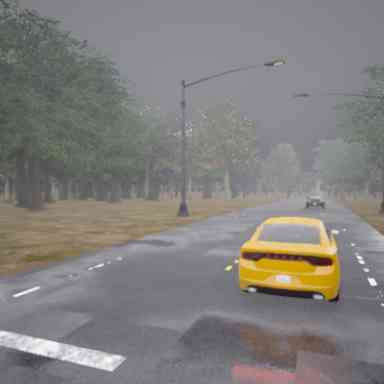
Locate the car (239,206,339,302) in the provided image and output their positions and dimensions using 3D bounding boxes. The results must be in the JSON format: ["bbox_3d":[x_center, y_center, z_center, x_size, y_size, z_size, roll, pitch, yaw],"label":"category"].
[{"bbox_3d":[2.503,1.342,8.164,1.882,1.535,5.008,0,1,21],"label":"car"}]

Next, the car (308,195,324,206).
[{"bbox_3d":[17.066,1.077,45.703,2.033,1.411,5.357,0,0,21],"label":"car"}]

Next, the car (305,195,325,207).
[{"bbox_3d":[13.520,1.045,36.432,1.812,1.442,4.674,0,0,22],"label":"car"}]
